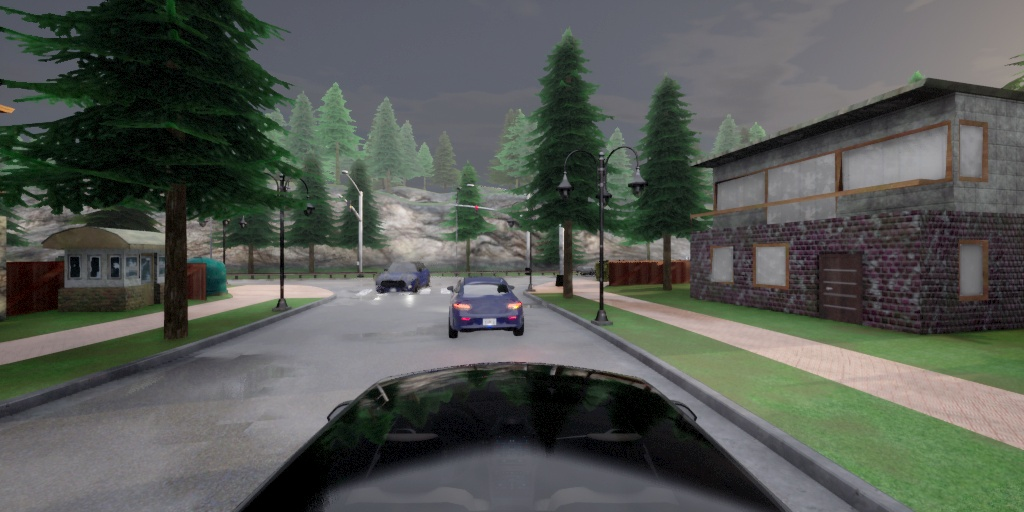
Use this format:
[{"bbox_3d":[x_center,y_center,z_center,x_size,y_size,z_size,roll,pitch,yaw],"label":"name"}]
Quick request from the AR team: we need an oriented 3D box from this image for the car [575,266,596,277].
[{"bbox_3d":[8.224,1.193,32.545,4.718,1.301,1.895,0,0,-12],"label":"car"}]

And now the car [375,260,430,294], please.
[{"bbox_3d":[-6.046,1.076,20.243,2.097,1.767,4.553,0,1,-1],"label":"car"}]

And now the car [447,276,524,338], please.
[{"bbox_3d":[-0.836,1.276,10.119,1.812,1.442,4.674,0,0,-9],"label":"car"}]
